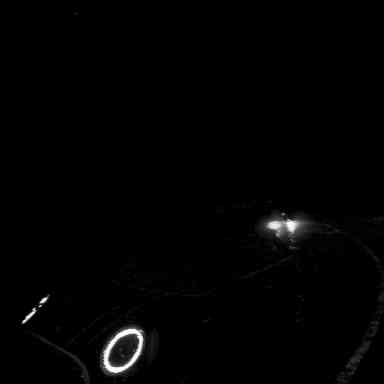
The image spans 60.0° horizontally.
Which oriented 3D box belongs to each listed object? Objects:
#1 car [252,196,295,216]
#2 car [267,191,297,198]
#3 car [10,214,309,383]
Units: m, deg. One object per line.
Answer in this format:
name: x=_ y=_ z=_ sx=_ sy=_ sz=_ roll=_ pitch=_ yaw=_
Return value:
car: x=5.968 y=1.298 z=24.731 sx=1.994 sy=1.385 sz=4.181 roll=-2 pitch=1 yaw=-8
car: x=14.400 y=0.548 z=53.448 sx=5.357 sy=1.411 sz=2.033 roll=-3 pitch=1 yaw=-30
car: x=-0.023 y=1.377 z=4.839 sx=2.097 sy=1.767 sz=4.553 roll=0 pitch=0 yaw=39
